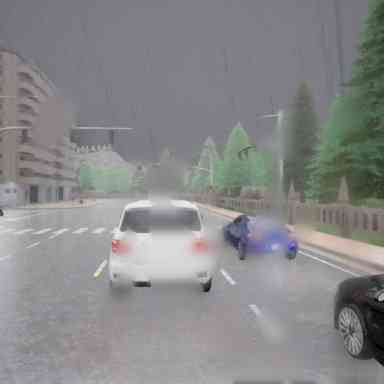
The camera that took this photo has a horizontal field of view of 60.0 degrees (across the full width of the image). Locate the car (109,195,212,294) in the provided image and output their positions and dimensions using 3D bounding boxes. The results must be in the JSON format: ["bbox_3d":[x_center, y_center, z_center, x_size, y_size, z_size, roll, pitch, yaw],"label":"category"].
[{"bbox_3d":[-0.798,1.221,8.969,2.150,2.045,5.566,0,0,-5],"label":"car"}]

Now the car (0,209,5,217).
[{"bbox_3d":[-18.230,1.619,28.088,4.181,1.385,1.994,0,0,-2],"label":"car"}]

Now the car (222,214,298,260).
[{"bbox_3d":[2.348,1.526,12.328,1.812,1.442,4.674,0,0,-6],"label":"car"}]

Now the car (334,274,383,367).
[{"bbox_3d":[3.123,1.492,3.100,2.128,1.511,4.902,0,0,-3],"label":"car"}]
